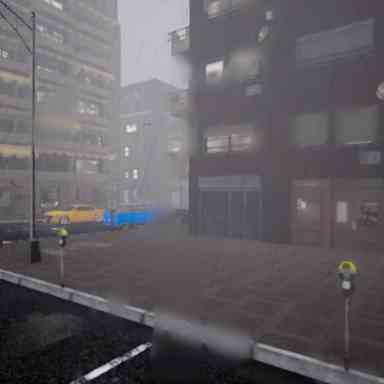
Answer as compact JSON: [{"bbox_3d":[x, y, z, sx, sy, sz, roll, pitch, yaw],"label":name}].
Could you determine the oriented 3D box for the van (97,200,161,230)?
[{"bbox_3d":[-4.349,1.657,23.466,1.690,1.788,3.998,-1,-2,35],"label":"van"}]

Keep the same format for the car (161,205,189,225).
[{"bbox_3d":[-1.280,1.987,28.077,1.947,1.339,4.313,-1,-2,35],"label":"car"}]

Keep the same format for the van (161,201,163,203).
[{"bbox_3d":[-4.912,1.833,37.388,1.690,1.788,3.998,-1,-2,35],"label":"van"}]

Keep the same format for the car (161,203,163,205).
[{"bbox_3d":[-3.557,1.968,29.246,1.994,1.385,4.181,0,-1,35],"label":"car"}]

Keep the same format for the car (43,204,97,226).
[{"bbox_3d":[-9.329,1.763,26.659,1.882,1.535,5.008,0,-1,35],"label":"car"}]
